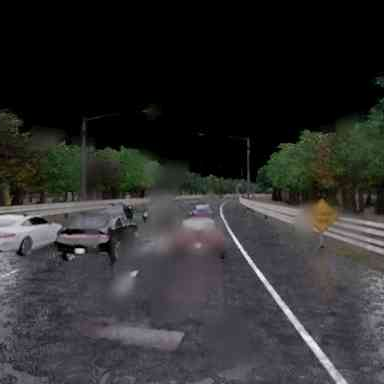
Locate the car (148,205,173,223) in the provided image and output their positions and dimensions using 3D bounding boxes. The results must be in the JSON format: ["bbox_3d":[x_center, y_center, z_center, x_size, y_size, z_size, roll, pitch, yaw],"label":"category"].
[{"bbox_3d":[-2.612,1.716,26.525,1.895,1.301,4.718,0,0,4],"label":"car"}]

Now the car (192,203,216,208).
[{"bbox_3d":[0.971,1.647,27.614,1.812,1.442,4.674,0,0,4],"label":"car"}]

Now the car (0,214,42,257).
[{"bbox_3d":[-6.691,1.582,13.081,1.812,1.442,4.674,0,0,3],"label":"car"}]

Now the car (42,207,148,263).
[{"bbox_3d":[-3.225,1.546,12.285,2.128,1.511,4.902,0,0,2],"label":"car"}]

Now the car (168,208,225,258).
[{"bbox_3d":[0.306,1.583,12.957,1.812,1.442,4.674,0,0,2],"label":"car"}]

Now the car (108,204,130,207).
[{"bbox_3d":[-6.055,1.684,27.466,1.994,1.385,4.181,0,0,4],"label":"car"}]

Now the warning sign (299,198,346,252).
[{"bbox_3d":[4.765,1.171,12.241,1.300,1.860,1.060,0,0,2],"label":"warning sign"}]
